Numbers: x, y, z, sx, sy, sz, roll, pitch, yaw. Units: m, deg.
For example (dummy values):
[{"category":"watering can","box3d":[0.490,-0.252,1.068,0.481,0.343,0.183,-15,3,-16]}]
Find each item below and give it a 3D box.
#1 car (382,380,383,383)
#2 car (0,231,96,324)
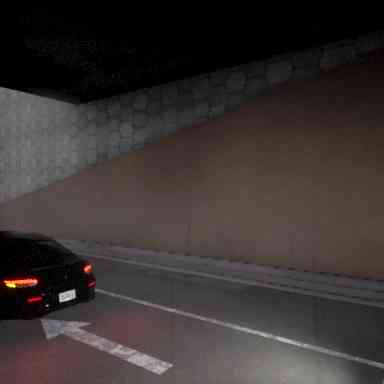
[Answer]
[{"category":"car","box3d":[3.540,1.505,1.388,4.892,1.490,1.837,0,0,36]},{"category":"car","box3d":[-3.900,1.526,6.757,4.674,1.442,1.812,0,0,36]}]
